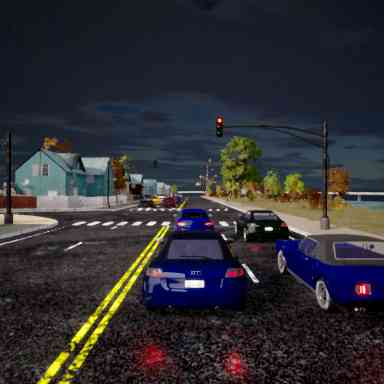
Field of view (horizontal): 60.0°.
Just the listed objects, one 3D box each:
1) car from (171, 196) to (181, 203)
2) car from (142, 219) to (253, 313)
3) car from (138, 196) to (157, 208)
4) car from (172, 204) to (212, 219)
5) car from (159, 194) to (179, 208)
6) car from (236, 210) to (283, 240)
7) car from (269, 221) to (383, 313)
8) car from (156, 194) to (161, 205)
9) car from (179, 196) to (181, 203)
[{"bbox_3d":[-3.352,1.538,70.280,1.882,1.535,5.008,0,0,0],"label":"car"},{"bbox_3d":[0.079,1.564,7.779,1.994,1.385,4.181,0,0,1],"label":"car"},{"bbox_3d":[-6.662,1.591,48.874,1.994,1.385,4.181,0,0,0],"label":"car"},{"bbox_3d":[0.062,1.527,16.466,1.812,1.442,4.674,0,0,-2],"label":"car"},{"bbox_3d":[-3.408,1.506,49.996,1.882,1.535,5.008,0,0,1],"label":"car"},{"bbox_3d":[3.325,1.565,16.380,1.994,1.385,4.181,0,0,0],"label":"car"},{"bbox_3d":[3.343,1.601,7.619,1.895,1.301,4.718,0,0,0],"label":"car"},{"bbox_3d":[-6.658,1.519,59.112,1.882,1.535,5.008,0,0,0],"label":"car"},{"bbox_3d":[-3.409,1.534,59.914,2.128,1.511,4.902,0,0,0],"label":"car"}]
